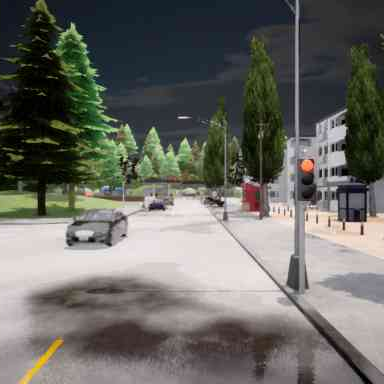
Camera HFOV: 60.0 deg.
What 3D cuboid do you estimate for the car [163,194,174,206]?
[{"bbox_3d":[-4.075,1.351,54.078,2.097,1.767,4.553,0,0,0],"label":"car"}]

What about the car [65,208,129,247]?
[{"bbox_3d":[-4.101,1.492,15.046,2.128,1.511,4.902,0,0,0],"label":"car"}]

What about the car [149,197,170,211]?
[{"bbox_3d":[-4.100,1.601,40.499,1.895,1.301,4.718,0,0,0],"label":"car"}]
